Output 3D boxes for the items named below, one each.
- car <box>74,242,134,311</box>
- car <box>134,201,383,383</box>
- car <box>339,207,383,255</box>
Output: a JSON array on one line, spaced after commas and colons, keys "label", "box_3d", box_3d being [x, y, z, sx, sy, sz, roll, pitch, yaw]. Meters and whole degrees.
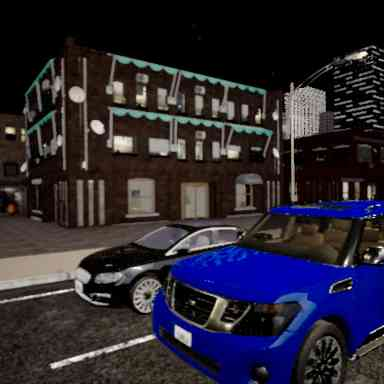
[{"label": "car", "box_3d": [-0.106, 1.465, 7.603, 4.902, 1.511, 2.128, 0, 0, -36]}, {"label": "car", "box_3d": [2.147, 1.193, 5.218, 5.566, 2.045, 2.150, 0, 0, -35]}, {"label": "car", "box_3d": [8.223, 1.414, 13.543, 4.892, 1.490, 1.837, 0, 0, -36]}]
